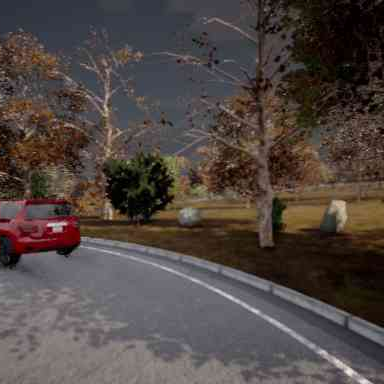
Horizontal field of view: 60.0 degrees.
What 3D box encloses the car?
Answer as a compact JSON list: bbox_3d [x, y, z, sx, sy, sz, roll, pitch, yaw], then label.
[{"bbox_3d":[-6.297,1.266,12.021,5.566,2.045,2.150,0,0,38],"label":"car"}]
